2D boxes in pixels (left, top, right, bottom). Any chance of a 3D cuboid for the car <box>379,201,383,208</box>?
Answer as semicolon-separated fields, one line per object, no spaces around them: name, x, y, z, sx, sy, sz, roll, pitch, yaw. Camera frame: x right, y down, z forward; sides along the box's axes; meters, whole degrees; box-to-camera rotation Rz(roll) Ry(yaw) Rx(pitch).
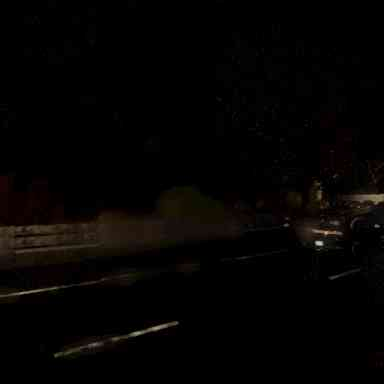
car;42.412;2.734;73.127;1.994;1.385;4.181;0;-1;7

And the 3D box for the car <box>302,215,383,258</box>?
car;6.461;1.708;13.859;4.902;1.511;2.128;1;-1;-43

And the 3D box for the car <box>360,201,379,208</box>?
car;38.963;2.685;73.722;1.812;1.442;4.674;0;-1;7
